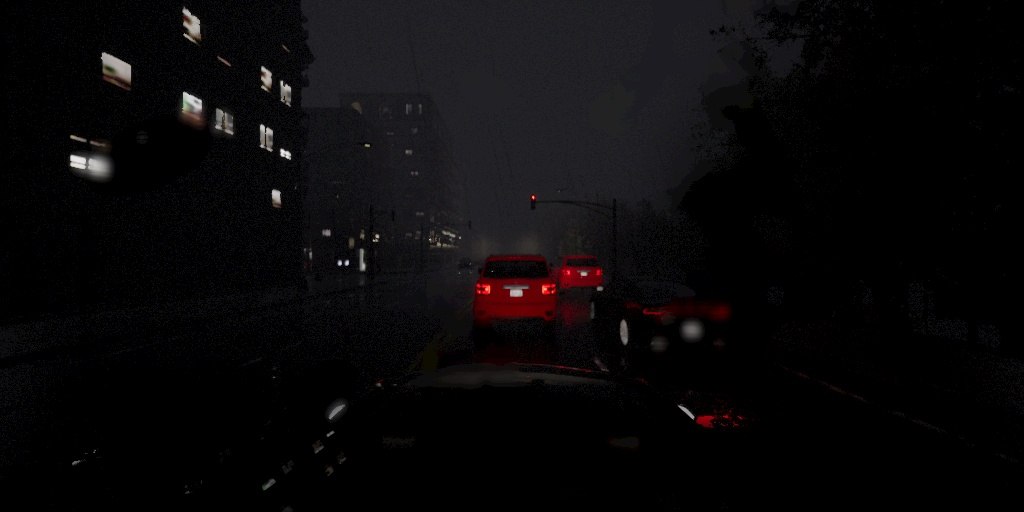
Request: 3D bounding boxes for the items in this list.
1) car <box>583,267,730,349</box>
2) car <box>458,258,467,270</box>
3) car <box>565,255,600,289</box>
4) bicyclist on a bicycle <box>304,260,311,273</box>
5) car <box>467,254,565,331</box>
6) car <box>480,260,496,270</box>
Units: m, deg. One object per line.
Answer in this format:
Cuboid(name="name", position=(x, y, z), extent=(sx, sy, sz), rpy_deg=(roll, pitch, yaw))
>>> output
Cuboid(name="car", position=(3.341, 1.220, 9.129), extent=(1.882, 1.535, 5.008), rpy_deg=(0, 0, 0))
Cuboid(name="car", position=(-6.641, 1.068, 52.311), extent=(2.097, 1.767, 4.553), rpy_deg=(0, 0, 0))
Cuboid(name="car", position=(3.339, 0.955, 19.647), extent=(2.150, 2.045, 5.566), rpy_deg=(0, 0, -1))
Cuboid(name="bicyclist on a bicycle", position=(-24.918, 1.295, 43.708), extent=(0.582, 1.620, 1.656), rpy_deg=(-1, 1, -1))
Cuboid(name="car", position=(0.092, 0.962, 11.109), extent=(2.150, 2.045, 5.566), rpy_deg=(0, 0, 0))
Cuboid(name="car", position=(-3.393, 1.262, 52.233), extent=(2.033, 1.411, 5.357), rpy_deg=(0, 0, 0))
